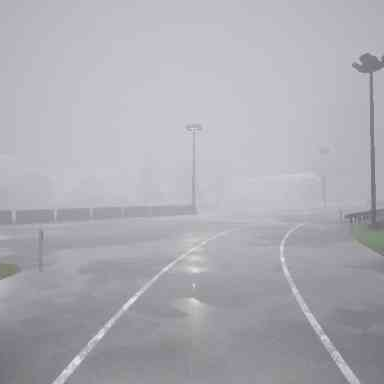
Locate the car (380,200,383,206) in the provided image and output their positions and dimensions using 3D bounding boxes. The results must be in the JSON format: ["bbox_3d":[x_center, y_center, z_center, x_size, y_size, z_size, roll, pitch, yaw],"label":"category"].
[{"bbox_3d":[41.530,2.157,69.072,4.892,1.490,1.837,0,-2,-41],"label":"car"}]

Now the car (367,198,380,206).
[{"bbox_3d":[39.839,2.133,72.233,4.553,1.767,2.097,0,-2,-41],"label":"car"}]
